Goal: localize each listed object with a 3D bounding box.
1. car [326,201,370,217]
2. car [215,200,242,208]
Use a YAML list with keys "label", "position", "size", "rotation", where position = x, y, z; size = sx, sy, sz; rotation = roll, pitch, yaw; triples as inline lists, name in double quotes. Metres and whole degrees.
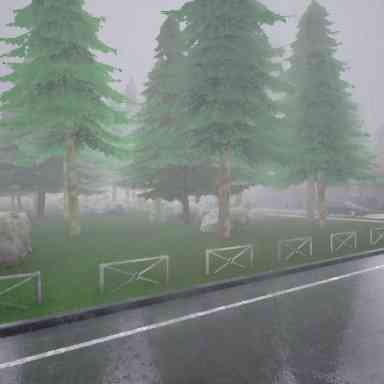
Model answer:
- label: "car"
  position: [15.289, 1.666, 33.563]
  size: [1.837, 1.490, 4.892]
  rotation: [0, 0, -35]
- label: "car"
  position: [5.268, 1.514, 48.309]
  size: [2.097, 1.767, 4.553]
  rotation: [0, 0, -32]
